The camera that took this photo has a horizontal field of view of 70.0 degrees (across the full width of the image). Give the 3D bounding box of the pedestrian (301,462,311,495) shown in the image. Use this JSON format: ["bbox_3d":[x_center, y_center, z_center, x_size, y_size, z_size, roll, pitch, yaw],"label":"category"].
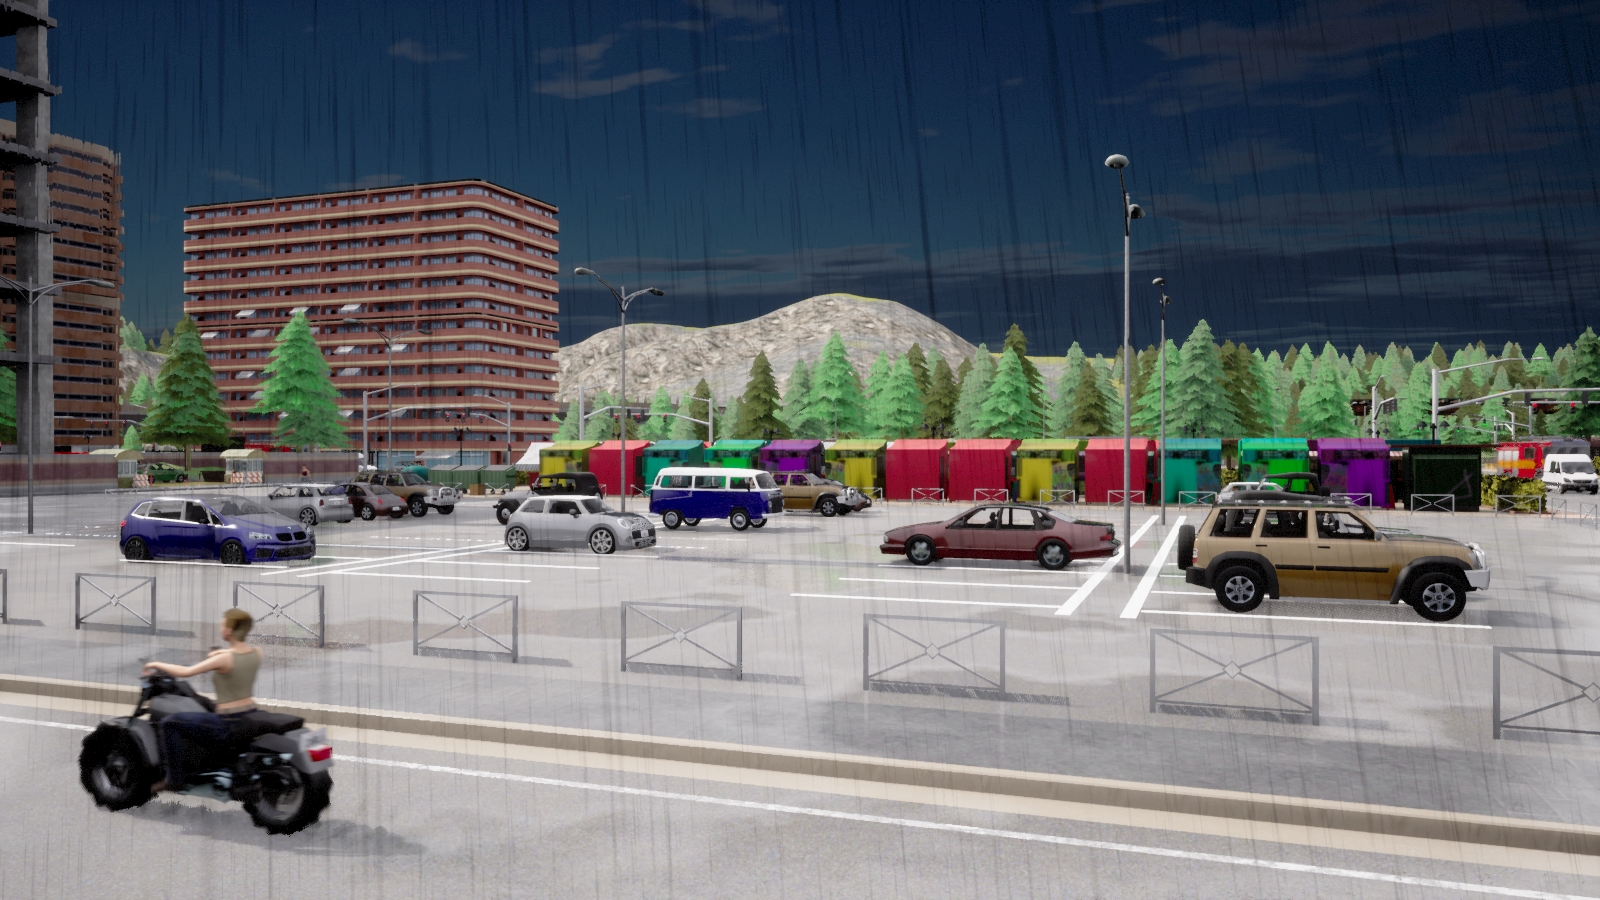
[{"bbox_3d":[-28.433,1.643,65.720,0.375,1.860,0.375,0,0,19],"label":"pedestrian"}]

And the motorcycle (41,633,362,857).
[{"bbox_3d":[-4.529,2.155,8.631,2.356,1.307,0.764,0,0,20],"label":"motorcycle"}]
